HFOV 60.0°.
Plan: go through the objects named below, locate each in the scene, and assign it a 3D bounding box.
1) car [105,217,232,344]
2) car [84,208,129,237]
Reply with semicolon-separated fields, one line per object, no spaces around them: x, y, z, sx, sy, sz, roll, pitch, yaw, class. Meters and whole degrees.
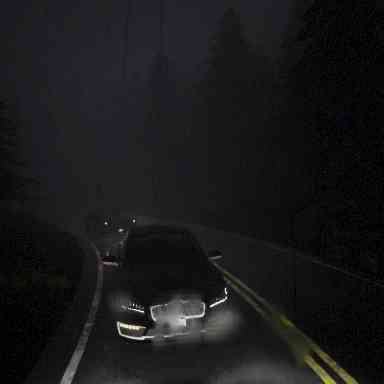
-0.646;1.495;6.811;1.837;1.490;4.892;-1;0;-11;car
-4.634;1.612;18.543;1.895;1.301;4.718;-3;1;-29;car
